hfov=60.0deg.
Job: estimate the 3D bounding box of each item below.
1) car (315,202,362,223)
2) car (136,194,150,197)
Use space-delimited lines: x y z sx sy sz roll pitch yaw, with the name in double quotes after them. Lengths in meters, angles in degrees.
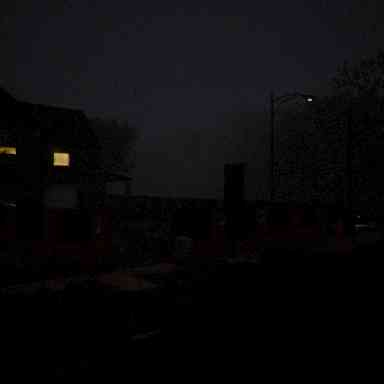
10.372 1.473 25.266 1.812 1.442 4.674 0 0 -36 "car"
-7.066 1.177 49.628 2.097 1.767 4.553 0 0 -35 "car"
